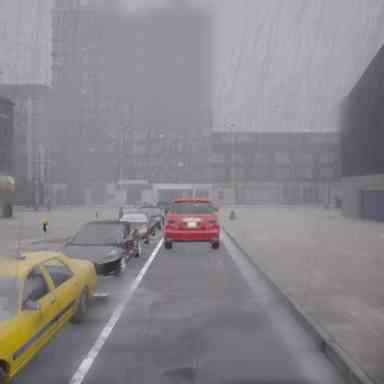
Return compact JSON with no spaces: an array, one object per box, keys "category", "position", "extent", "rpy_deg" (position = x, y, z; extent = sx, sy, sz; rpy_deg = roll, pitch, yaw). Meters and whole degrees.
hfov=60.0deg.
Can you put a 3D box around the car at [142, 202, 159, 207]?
[{"category":"car","position":[-2.640,1.562,21.001],"extent":[1.947,1.339,4.313],"rpy_deg":[0,0,0]}]

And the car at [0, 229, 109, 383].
[{"category":"car","position":[-2.640,1.523,4.475],"extent":[1.752,1.417,4.829],"rpy_deg":[0,0,0]}]

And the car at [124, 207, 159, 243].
[{"category":"car","position":[-2.640,1.578,15.549],"extent":[1.802,1.307,4.206],"rpy_deg":[0,0,0]}]

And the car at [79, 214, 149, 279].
[{"category":"car","position":[-2.640,1.563,10.097],"extent":[1.947,1.339,4.313],"rpy_deg":[0,0,0]}]

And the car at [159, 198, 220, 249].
[{"category":"car","position":[0.000,1.255,14.681],"extent":[2.150,2.045,5.566],"rpy_deg":[0,0,0]}]

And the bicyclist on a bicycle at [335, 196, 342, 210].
[{"category":"bicyclist on a bicycle","position":[17.358,1.267,39.589],"extent":[0.582,1.620,1.656],"rpy_deg":[0,0,0]}]

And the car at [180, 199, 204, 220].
[{"category":"car","position":[0.000,1.481,29.651],"extent":[1.882,1.535,5.008],"rpy_deg":[0,0,0]}]

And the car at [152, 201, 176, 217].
[{"category":"car","position":[-2.639,1.561,31.905],"extent":[1.947,1.339,4.313],"rpy_deg":[0,0,0]}]
